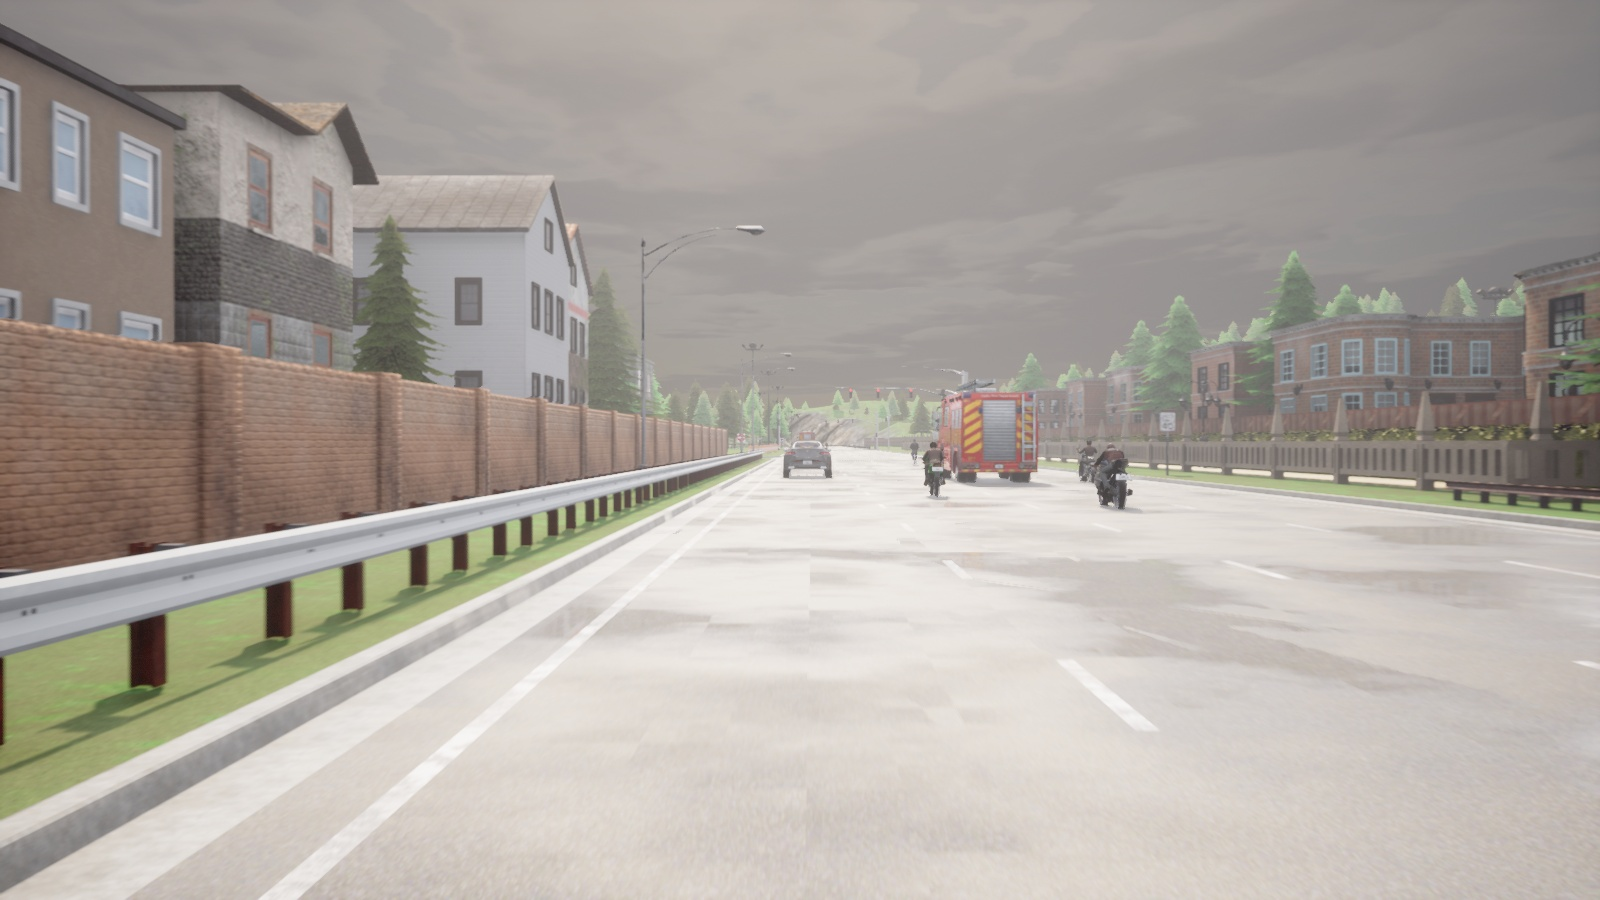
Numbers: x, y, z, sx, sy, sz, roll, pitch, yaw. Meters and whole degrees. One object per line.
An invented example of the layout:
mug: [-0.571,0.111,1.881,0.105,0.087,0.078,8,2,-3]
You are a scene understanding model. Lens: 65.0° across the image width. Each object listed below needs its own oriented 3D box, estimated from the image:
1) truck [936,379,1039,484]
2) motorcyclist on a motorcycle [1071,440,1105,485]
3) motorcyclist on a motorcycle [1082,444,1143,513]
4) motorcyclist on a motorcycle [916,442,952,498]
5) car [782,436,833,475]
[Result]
truck: [7.301,-0.695,50.098,2.891,3.827,8.468,0,0,0]
motorcyclist on a motorcycle: [10.783,0.441,47.070,0.766,1.649,2.350,0,0,0]
motorcyclist on a motorcycle: [7.180,0.625,28.934,0.866,1.530,2.191,0,0,0]
motorcyclist on a motorcycle: [3.713,0.536,34.860,0.797,1.523,2.044,0,0,0]
car: [0.330,0.215,55.277,2.152,1.651,5.027,0,0,0]
